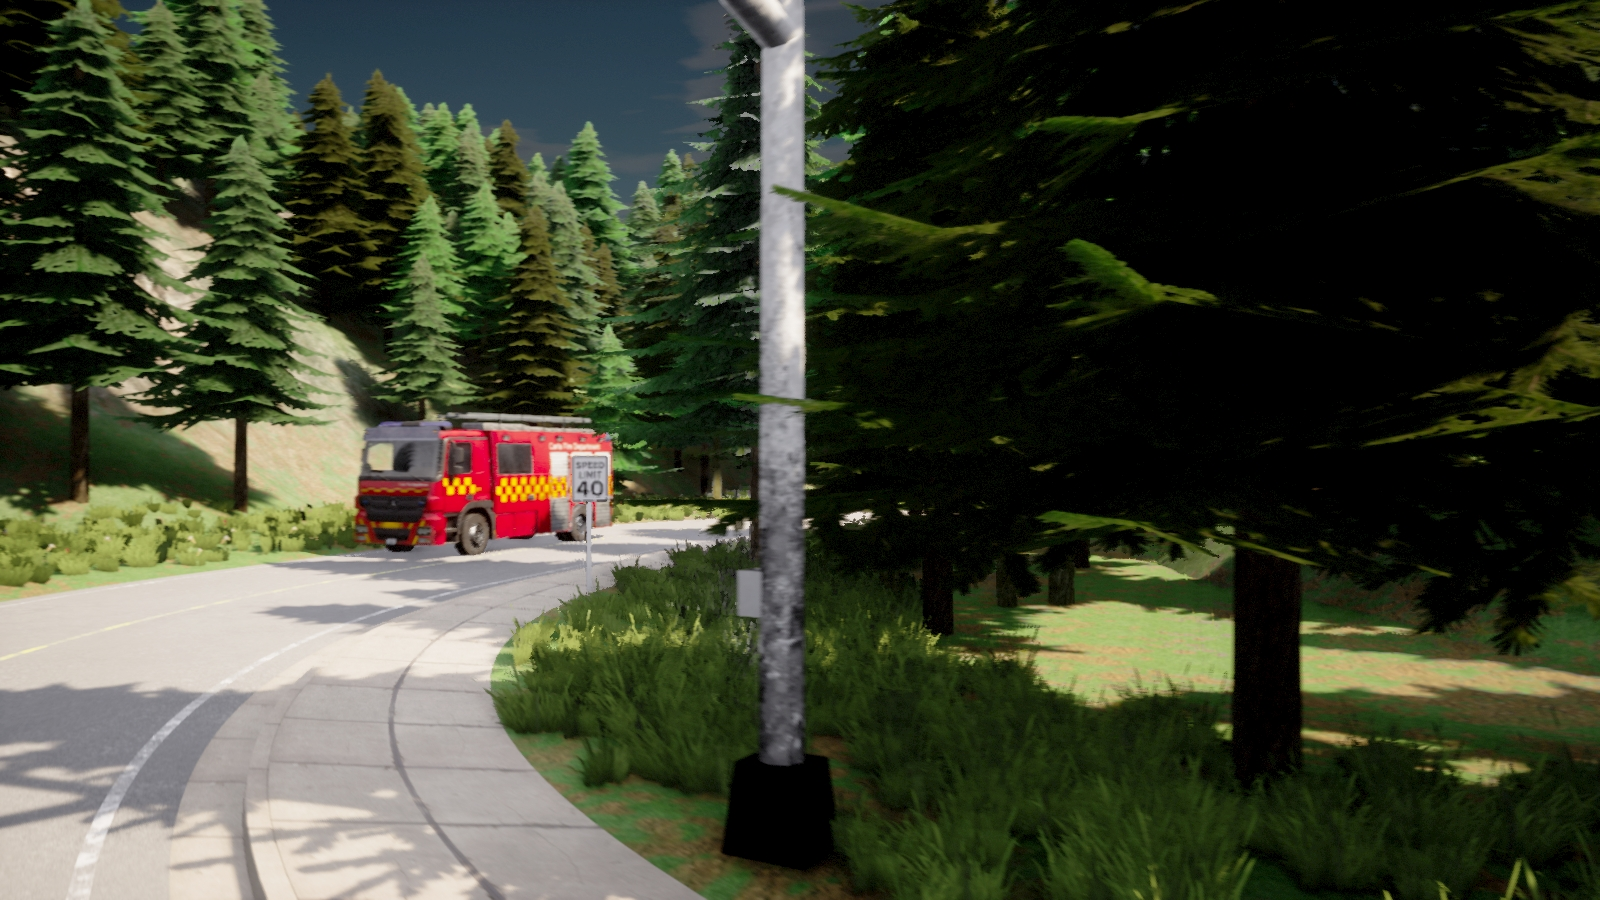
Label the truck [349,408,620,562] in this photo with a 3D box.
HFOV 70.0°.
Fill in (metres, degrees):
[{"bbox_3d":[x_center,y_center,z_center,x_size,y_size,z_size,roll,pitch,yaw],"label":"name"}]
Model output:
[{"bbox_3d":[-8.695,0.873,32.876,2.891,3.827,8.468,0,0,23],"label":"truck"}]
